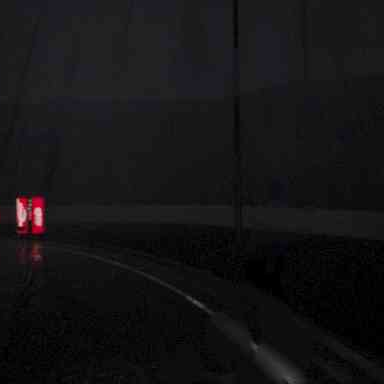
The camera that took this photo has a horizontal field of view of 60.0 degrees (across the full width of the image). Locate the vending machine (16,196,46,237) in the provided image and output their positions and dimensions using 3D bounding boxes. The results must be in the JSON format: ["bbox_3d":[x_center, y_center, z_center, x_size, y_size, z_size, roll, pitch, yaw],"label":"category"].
[{"bbox_3d":[-8.643,1.261,17.862,0.880,2.100,1.100,-1,0,23],"label":"vending machine"}]
